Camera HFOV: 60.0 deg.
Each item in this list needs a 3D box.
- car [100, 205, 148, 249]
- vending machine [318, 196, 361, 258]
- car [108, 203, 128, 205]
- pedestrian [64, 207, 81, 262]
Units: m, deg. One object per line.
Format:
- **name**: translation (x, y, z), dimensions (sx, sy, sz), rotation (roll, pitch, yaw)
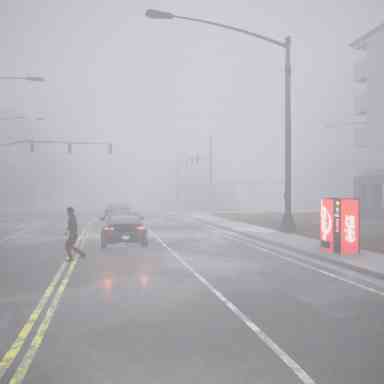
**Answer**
- **car**: translation (-3.027, 1.526, 14.638), dimensions (1.812, 1.442, 4.674), rotation (0, 0, -14)
- **vending machine**: translation (5.230, 1.195, 11.823), dimensions (1.100, 2.100, 0.880), rotation (0, 0, -14)
- **car**: translation (-5.250, 1.478, 23.414), dimensions (1.882, 1.535, 5.008), rotation (0, 0, -14)
- **pedestrian**: translation (-3.817, 1.294, 10.591), dimensions (0.375, 1.860, 0.375), rotation (0, 0, -14)
